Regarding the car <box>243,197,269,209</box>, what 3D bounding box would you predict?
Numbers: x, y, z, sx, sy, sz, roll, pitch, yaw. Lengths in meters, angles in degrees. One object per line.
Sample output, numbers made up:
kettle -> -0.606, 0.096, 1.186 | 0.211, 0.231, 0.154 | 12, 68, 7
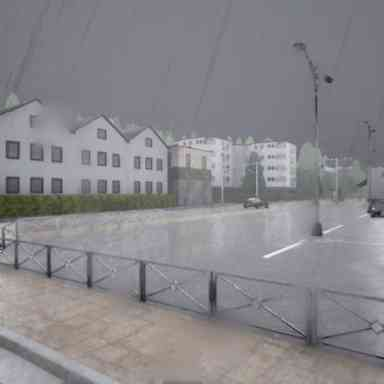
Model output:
car -> 8.220, 1.399, 42.722 | 1.812, 1.442, 4.674 | 0, 0, 36

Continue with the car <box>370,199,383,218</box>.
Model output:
car -> 15.599, 1.309, 26.688 | 2.007, 1.523, 4.514 | 0, 0, 35
